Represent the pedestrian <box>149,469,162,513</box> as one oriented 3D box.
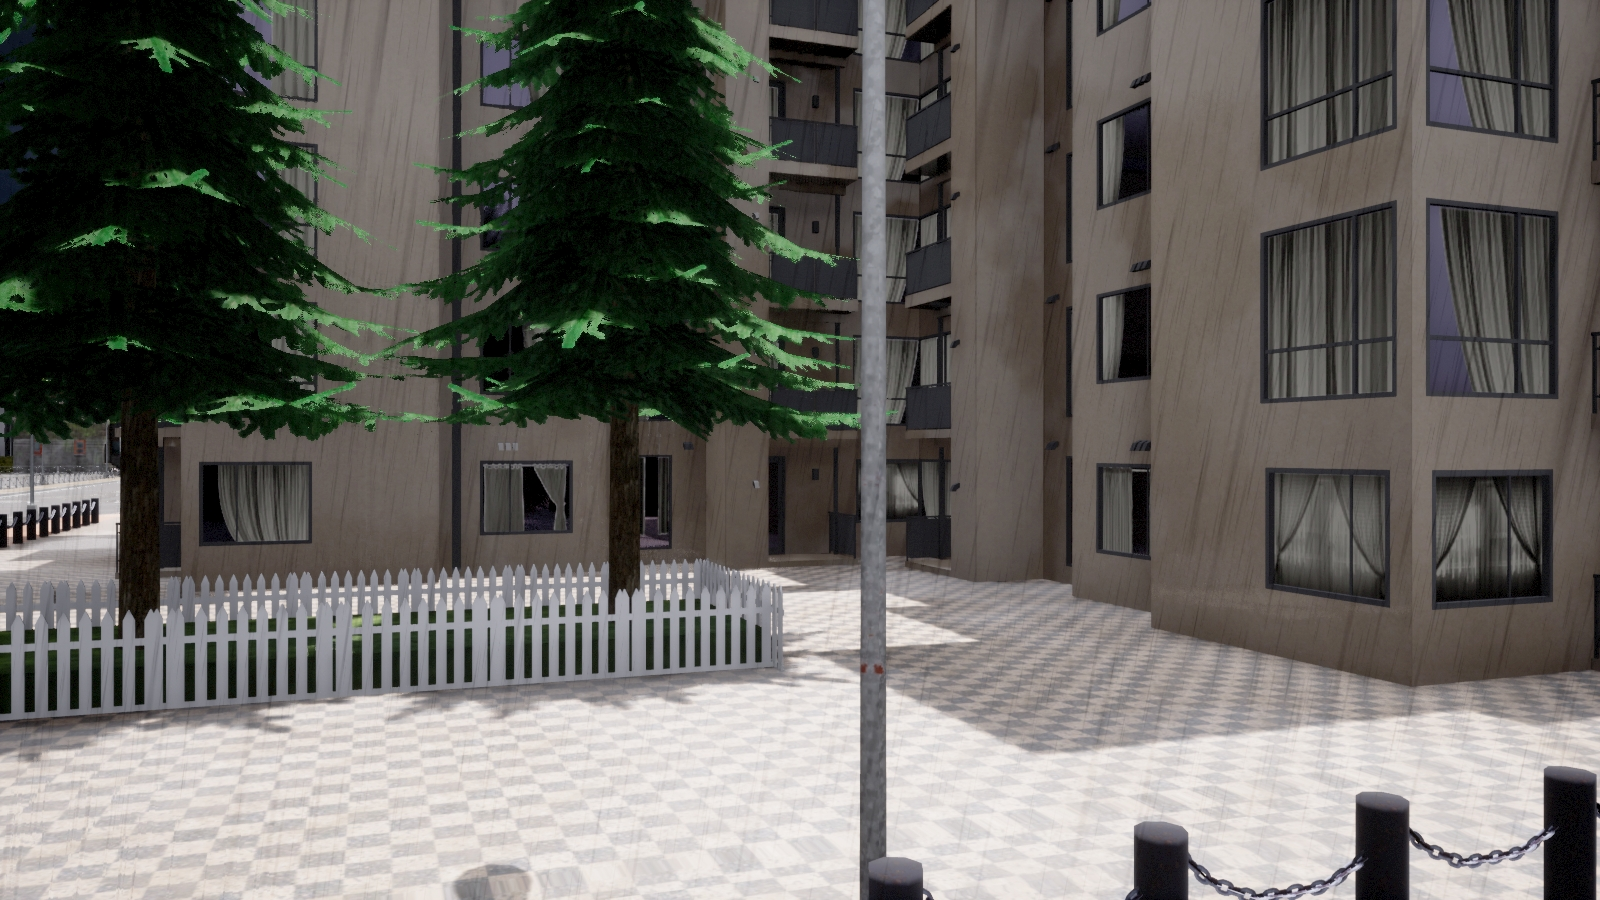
[{"bbox_3d":[-27.206,1.724,48.233,0.375,1.860,0.375,0,0,-10],"label":"pedestrian"}]
